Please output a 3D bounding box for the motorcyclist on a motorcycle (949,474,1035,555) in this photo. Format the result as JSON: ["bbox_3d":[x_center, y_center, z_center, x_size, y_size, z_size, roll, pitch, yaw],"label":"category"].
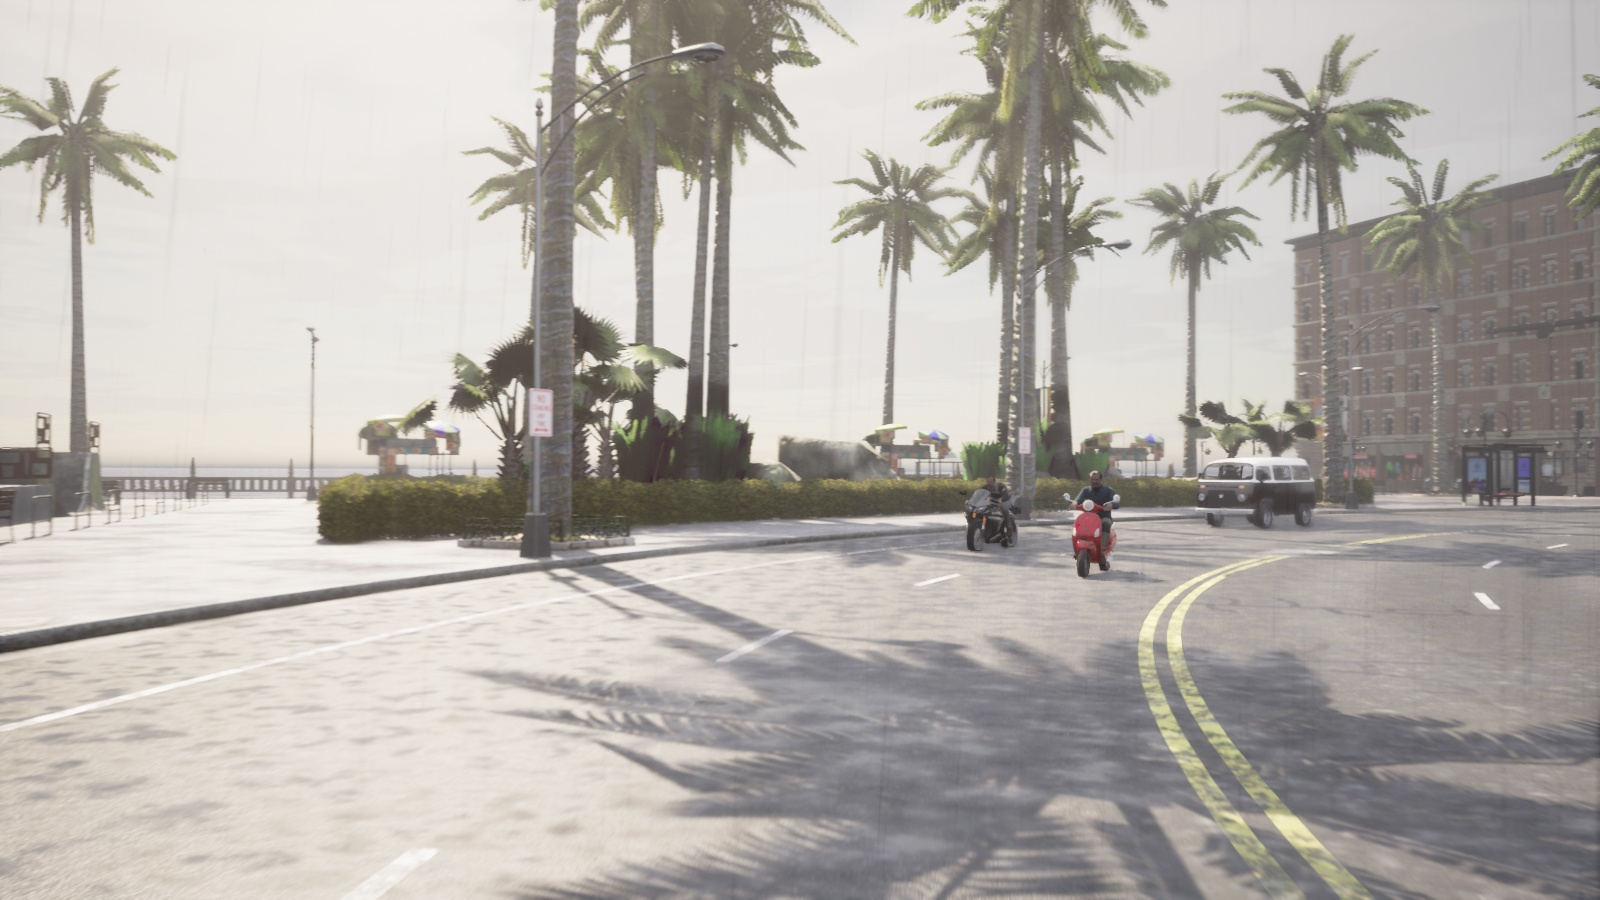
[{"bbox_3d":[3.887,1.262,25.300,0.866,1.530,2.191,-1,-1,34],"label":"motorcyclist on a motorcycle"}]

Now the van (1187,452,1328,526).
[{"bbox_3d":[13.427,1.113,36.754,4.480,2.038,2.069,1,-1,-43],"label":"van"}]

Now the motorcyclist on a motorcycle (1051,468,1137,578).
[{"bbox_3d":[4.523,1.076,19.233,0.866,1.590,1.817,0,-1,27],"label":"motorcyclist on a motorcycle"}]
